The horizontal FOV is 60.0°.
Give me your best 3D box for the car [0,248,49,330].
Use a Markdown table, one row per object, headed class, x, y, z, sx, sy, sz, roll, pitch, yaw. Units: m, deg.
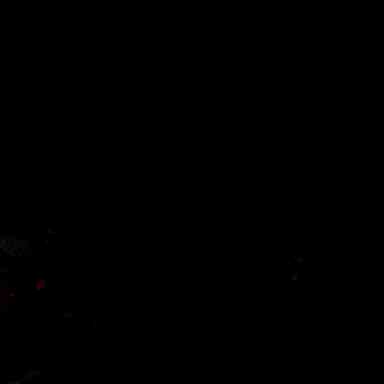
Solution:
| class | x | y | z | sx | sy | sz | roll | pitch | yaw |
| --- | --- | --- | --- | --- | --- | --- | --- | --- | --- |
| car | -4.243 | 1.595 | 5.986 | 4.206 | 1.307 | 1.802 | 0 | 0 | 35 |
